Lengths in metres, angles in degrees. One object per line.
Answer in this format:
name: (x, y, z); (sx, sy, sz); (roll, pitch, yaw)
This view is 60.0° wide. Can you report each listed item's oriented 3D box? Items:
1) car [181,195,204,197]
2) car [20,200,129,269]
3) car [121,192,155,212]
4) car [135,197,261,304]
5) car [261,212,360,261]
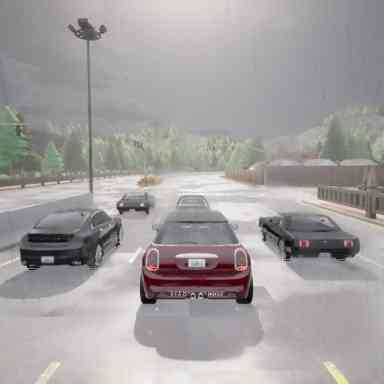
car: (0.035, 0.859, 17.367); (2.033, 1.411, 5.357); (0, 4, 0)
car: (-3.433, 1.251, 10.300); (1.837, 1.490, 4.892); (0, 2, 0)
car: (-3.488, 0.621, 21.548); (1.895, 1.301, 4.718); (0, 4, 0)
car: (0.077, 1.191, 7.984); (2.097, 1.767, 4.553); (0, 2, 0)
car: (3.562, 1.303, 11.139); (1.895, 1.301, 4.718); (0, 3, 0)
